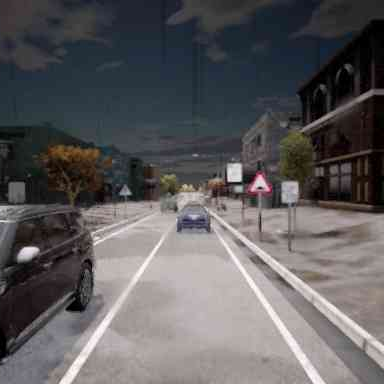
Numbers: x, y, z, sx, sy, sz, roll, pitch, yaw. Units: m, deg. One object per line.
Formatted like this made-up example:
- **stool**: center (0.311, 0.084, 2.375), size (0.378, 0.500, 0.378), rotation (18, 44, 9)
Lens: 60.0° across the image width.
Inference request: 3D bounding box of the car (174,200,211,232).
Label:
- **car**: center (0.107, 1.551, 21.994), size (2.097, 1.767, 4.553), rotation (0, 1, 0)

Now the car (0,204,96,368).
- **car**: center (-3.099, 1.239, 4.886), size (2.150, 2.045, 5.566), rotation (0, 0, 0)

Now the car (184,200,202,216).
- **car**: center (0.106, 1.840, 39.709), size (2.097, 1.767, 4.553), rotation (0, -1, 0)

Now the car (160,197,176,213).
- **car**: center (-3.078, 1.789, 46.006), size (2.150, 2.045, 5.566), rotation (0, 0, 0)
